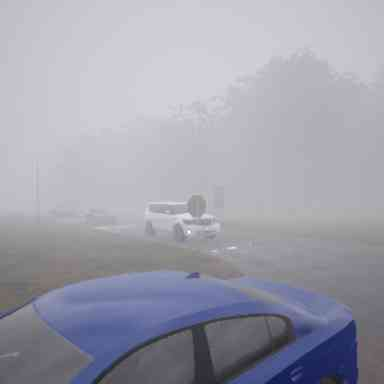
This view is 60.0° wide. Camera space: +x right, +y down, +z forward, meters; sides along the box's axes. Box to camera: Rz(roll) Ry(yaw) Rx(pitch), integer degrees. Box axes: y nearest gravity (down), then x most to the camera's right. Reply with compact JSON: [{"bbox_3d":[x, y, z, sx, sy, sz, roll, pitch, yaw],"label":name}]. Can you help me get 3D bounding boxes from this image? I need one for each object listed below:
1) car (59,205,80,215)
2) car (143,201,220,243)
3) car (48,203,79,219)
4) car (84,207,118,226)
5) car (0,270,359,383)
[{"bbox_3d":[-18.703,2.727,50.705,1.994,1.385,4.181,-1,-1,-33],"label":"car"},{"bbox_3d":[-0.790,1.535,18.559,2.150,2.045,5.566,-1,-1,-34],"label":"car"},{"bbox_3d":[-16.214,2.458,41.771,1.882,1.535,5.008,-1,-1,-34],"label":"car"},{"bbox_3d":[-8.184,2.123,29.653,1.837,1.490,4.892,-1,0,-34],"label":"car"},{"bbox_3d":[-0.625,1.477,2.452,5.008,1.535,1.882,0,1,-40],"label":"car"}]
